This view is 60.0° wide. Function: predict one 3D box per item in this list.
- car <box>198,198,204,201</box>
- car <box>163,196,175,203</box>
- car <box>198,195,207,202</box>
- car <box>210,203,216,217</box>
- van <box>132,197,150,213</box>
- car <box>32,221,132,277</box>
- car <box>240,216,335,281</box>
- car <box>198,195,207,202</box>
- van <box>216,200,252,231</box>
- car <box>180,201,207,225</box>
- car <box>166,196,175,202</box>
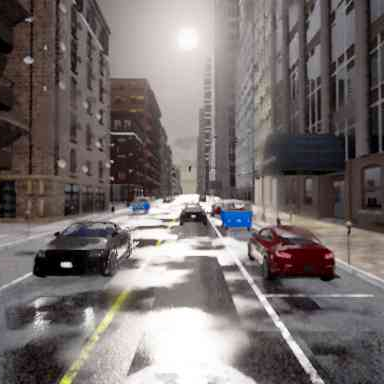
[{"bbox_3d":[0.093,1.746,40.107,1.895,1.301,4.718,0,0,0],"label":"car"},{"bbox_3d":[-5.686,1.821,75.895,2.008,1.369,4.403,1,0,0],"label":"car"},{"bbox_3d":[2.697,1.624,87.208,2.192,1.841,5.009,1,0,0],"label":"car"},{"bbox_3d":[2.698,1.699,32.295,1.802,1.307,4.206,1,0,0],"label":"car"},{"bbox_3d":[-5.765,1.479,37.979,1.690,1.788,3.998,1,0,0],"label":"van"},{"bbox_3d":[-3.099,1.601,10.186,1.994,1.385,4.181,0,0,0],"label":"car"},{"bbox_3d":[2.700,1.618,9.691,1.802,1.307,4.206,1,0,0],"label":"car"},{"bbox_3d":[2.693,1.871,81.552,1.802,1.307,4.206,1,0,0],"label":"car"},{"bbox_3d":[2.703,1.417,20.995,1.690,1.788,3.998,1,0,0],"label":"van"},{"bbox_3d":[0.097,1.654,24.961,1.994,1.385,4.181,0,0,0],"label":"car"},{"bbox_3d":[-5.687,1.875,87.204,1.947,1.339,4.313,1,0,0],"label":"car"}]
